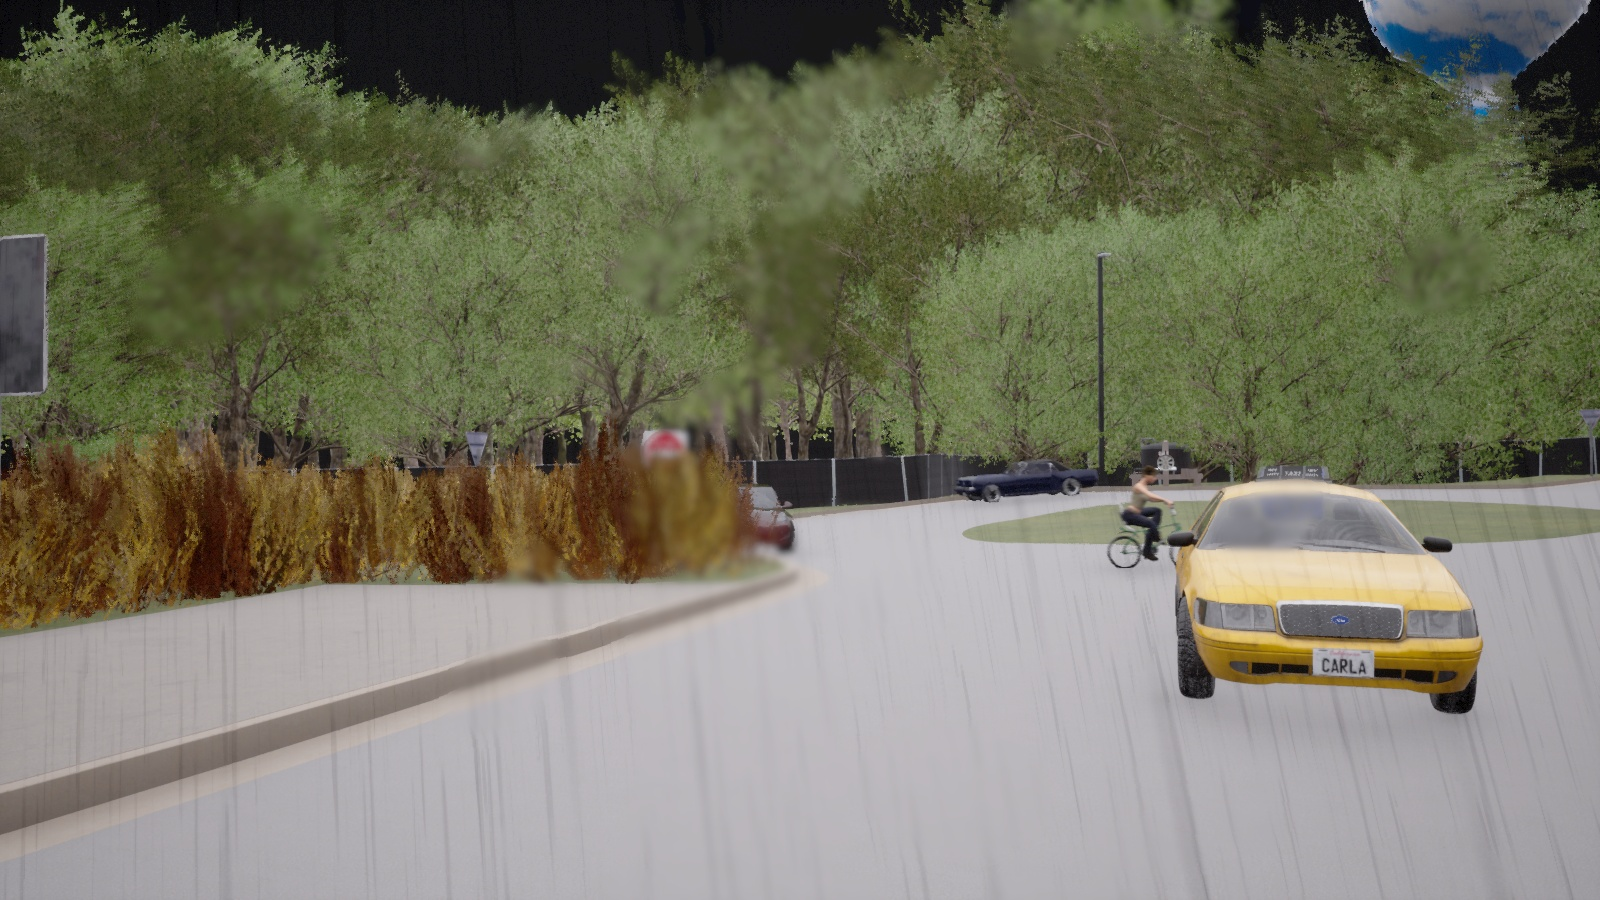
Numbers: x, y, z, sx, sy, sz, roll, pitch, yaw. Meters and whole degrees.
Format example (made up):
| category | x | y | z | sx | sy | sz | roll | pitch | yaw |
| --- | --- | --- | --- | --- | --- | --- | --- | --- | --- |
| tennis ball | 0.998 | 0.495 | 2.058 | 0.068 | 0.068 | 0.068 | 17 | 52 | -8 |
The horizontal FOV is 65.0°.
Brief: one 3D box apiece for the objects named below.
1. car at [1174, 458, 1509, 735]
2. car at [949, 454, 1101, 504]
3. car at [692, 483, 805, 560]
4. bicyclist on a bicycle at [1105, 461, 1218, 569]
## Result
| category | x | y | z | sx | sy | sz | roll | pitch | yaw |
| --- | --- | --- | --- | --- | --- | --- | --- | --- | --- |
| car | 3.950 | 0.863 | 10.039 | 1.801 | 1.575 | 5.366 | 0 | 0 | 16 |
| car | 7.751 | 0.989 | 43.455 | 4.718 | 1.301 | 1.895 | -5 | 1 | -13 |
| car | -1.248 | 1.507 | 27.870 | 2.163 | 1.488 | 4.792 | -2 | -1 | -6 |
| bicyclist on a bicycle | 5.578 | 1.000 | 19.379 | 1.509 | 1.612 | 0.866 | -2 | -3 | 26 |
